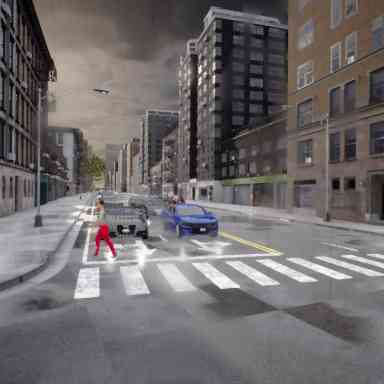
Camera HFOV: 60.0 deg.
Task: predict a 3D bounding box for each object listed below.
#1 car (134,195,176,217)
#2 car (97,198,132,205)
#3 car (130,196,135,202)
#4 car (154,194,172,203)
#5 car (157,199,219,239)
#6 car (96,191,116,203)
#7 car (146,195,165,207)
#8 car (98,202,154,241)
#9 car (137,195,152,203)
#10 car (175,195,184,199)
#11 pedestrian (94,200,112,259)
[{"bbox_3d":[-3.062,1.272,26.658,2.128,1.511,4.902,1,0,-16],"label":"car"},{"bbox_3d":[-5.684,1.363,24.022,1.895,1.301,4.718,1,0,-16],"label":"car"},{"bbox_3d":[-5.893,1.204,36.529,1.837,1.490,4.892,1,0,-16],"label":"car"},{"bbox_3d":[-4.991,1.148,57.196,2.033,1.411,5.357,1,0,-16],"label":"car"},{"bbox_3d":[-0.220,1.337,16.797,1.882,1.535,5.008,1,0,-16],"label":"car"},{"bbox_3d":[-8.448,1.035,33.660,2.097,1.767,4.553,1,0,-16],"label":"car"},{"bbox_3d":[-5.200,1.162,46.364,1.837,1.490,4.892,1,0,-16],"label":"car"},{"bbox_3d":[-3.260,1.393,15.599,1.994,1.385,4.181,1,0,-16],"label":"car"},{"bbox_3d":[-8.122,1.168,56.326,1.895,1.301,4.718,1,0,-16],"label":"car"},{"bbox_3d":[-2.166,1.213,47.536,1.812,1.442,4.674,1,0,-15],"label":"car"},{"bbox_3d":[-2.796,1.150,10.448,0.375,1.860,0.375,1,0,-16],"label":"pedestrian"}]
